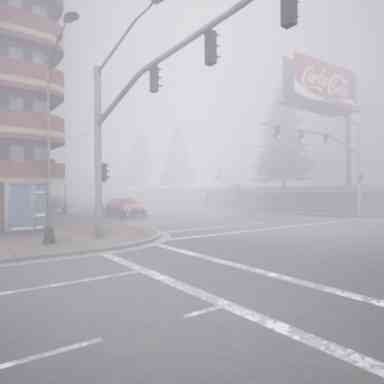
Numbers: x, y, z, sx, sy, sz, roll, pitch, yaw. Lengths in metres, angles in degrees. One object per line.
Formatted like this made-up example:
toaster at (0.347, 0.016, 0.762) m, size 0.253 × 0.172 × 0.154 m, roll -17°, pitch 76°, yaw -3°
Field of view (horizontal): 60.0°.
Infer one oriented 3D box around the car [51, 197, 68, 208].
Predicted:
car at (-18.346, 1.390, 45.258) m, size 2.128 × 1.511 × 4.902 m, roll -1°, pitch 0°, yaw -36°

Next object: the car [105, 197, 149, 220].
car at (-5.375, 1.250, 27.238) m, size 2.097 × 1.767 × 4.553 m, roll -1°, pitch 0°, yaw -36°
